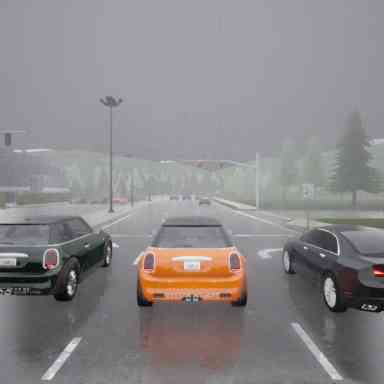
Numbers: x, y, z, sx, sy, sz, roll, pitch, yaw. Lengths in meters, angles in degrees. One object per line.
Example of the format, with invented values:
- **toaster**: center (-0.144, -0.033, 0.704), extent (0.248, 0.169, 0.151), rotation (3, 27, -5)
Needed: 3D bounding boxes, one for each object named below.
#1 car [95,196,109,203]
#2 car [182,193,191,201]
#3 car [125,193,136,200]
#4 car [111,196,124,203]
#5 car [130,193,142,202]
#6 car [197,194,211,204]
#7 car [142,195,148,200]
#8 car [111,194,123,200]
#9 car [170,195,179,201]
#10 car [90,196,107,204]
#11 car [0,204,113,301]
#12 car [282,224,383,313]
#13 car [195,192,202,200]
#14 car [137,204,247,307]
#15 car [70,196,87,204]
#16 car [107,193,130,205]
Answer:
- **car**: center (-19.848, 1.595, 73.426), extent (1.895, 1.301, 4.718), rotation (0, 0, 0)
- **car**: center (-1.360, 1.222, 88.282), extent (2.150, 2.045, 5.566), rotation (0, 0, 0)
- **car**: center (-16.360, 1.173, 88.694), extent (2.150, 2.045, 5.566), rotation (0, 0, 0)
- **car**: center (-16.348, 1.595, 73.247), extent (1.895, 1.301, 4.718), rotation (0, 0, 0)
- **car**: center (-12.847, 1.553, 73.034), extent (1.994, 1.385, 4.181), rotation (0, 0, 0)
- **car**: center (2.166, 1.526, 57.241), extent (1.812, 1.442, 4.674), rotation (0, 0, 0)
- **car**: center (-12.860, 1.556, 88.070), extent (1.895, 1.301, 4.718), rotation (0, 0, 0)
- **car**: center (-19.860, 1.308, 88.464), extent (2.097, 1.767, 4.553), rotation (0, 0, 0)
- **car**: center (-4.860, 1.495, 88.543), extent (1.837, 1.490, 4.892), rotation (0, 0, 0)
- **car**: center (-16.407, 1.564, 58.459), extent (1.994, 1.385, 4.181), rotation (0, 0, 0)
- **car**: center (-3.500, 1.352, 8.472), extent (2.097, 1.767, 4.553), rotation (0, 0, 0)
- **car**: center (3.499, 1.505, 7.653), extent (1.837, 1.490, 4.892), rotation (0, 0, 0)
- **car**: center (2.140, 1.520, 88.619), extent (1.812, 1.442, 4.674), rotation (0, 0, 0)
- **car**: center (0.000, 1.352, 8.150), extent (2.097, 1.767, 4.553), rotation (0, 0, 0)
- **car**: center (-19.900, 1.491, 58.385), extent (2.128, 1.511, 4.902), rotation (0, 0, 0)
- **car**: center (-12.909, 1.352, 58.391), extent (2.097, 1.767, 4.553), rotation (0, 0, 0)
